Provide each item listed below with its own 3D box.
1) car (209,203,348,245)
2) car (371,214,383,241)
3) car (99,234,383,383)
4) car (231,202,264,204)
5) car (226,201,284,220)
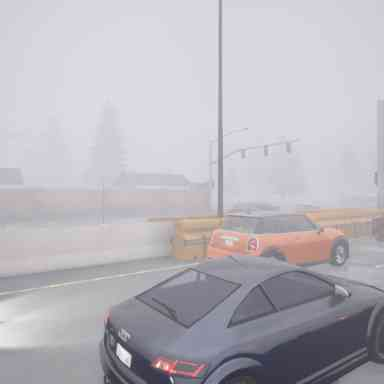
[{"bbox_3d":[2.704,1.352,9.956,4.553,1.767,2.097,0,0,-35],"label":"car"},{"bbox_3d":[10.245,1.478,15.359,5.008,1.535,1.882,0,0,-36],"label":"car"},{"bbox_3d":[0.963,1.564,4.424,4.181,1.385,1.994,0,0,-35],"label":"car"},{"bbox_3d":[2.846,1.525,23.133,4.674,1.442,1.812,0,0,-35],"label":"car"},{"bbox_3d":[5.688,1.554,29.393,5.357,1.411,2.033,0,0,-39],"label":"car"}]
